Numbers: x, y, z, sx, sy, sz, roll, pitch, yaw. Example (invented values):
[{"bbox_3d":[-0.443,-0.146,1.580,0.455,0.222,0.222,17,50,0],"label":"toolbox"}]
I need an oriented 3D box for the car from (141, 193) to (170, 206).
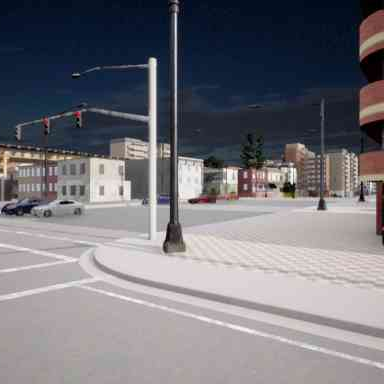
[{"bbox_3d":[-4.675,0.965,44.258,2.097,1.767,4.553,0,1,37],"label":"car"}]

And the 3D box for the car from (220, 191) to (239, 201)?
[{"bbox_3d":[6.468,0.700,59.116,2.097,1.767,4.553,0,1,37],"label":"car"}]

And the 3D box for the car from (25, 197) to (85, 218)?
[{"bbox_3d":[-11.608,1.393,29.078,1.812,1.442,4.674,0,1,37],"label":"car"}]

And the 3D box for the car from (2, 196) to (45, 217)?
[{"bbox_3d":[-14.854,1.231,30.547,2.097,1.767,4.553,0,1,37],"label":"car"}]

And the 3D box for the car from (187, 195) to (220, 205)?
[{"bbox_3d":[1.429,1.116,46.600,1.895,1.301,4.718,0,1,37],"label":"car"}]
